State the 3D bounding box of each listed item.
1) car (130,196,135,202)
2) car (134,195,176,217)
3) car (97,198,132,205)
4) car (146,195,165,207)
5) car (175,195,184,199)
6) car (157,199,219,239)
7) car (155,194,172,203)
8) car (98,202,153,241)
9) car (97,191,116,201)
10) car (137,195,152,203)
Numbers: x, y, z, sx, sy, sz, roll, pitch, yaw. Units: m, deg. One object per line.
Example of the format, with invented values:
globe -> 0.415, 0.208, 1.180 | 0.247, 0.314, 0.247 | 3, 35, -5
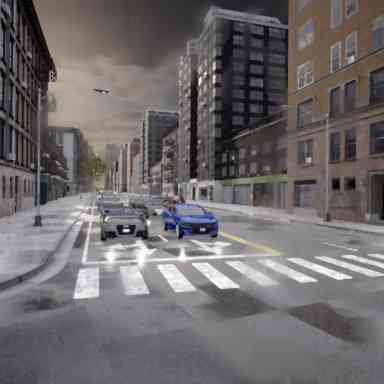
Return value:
car -> -5.879, 1.203, 36.521 | 1.837, 1.490, 4.892 | 1, 0, -16
car -> -3.056, 1.272, 26.648 | 2.128, 1.511, 4.902 | 1, 0, -16
car -> -5.680, 1.363, 24.014 | 1.895, 1.301, 4.718 | 1, 0, -16
car -> -5.179, 1.160, 46.356 | 1.837, 1.490, 4.892 | 1, 0, -16
car -> -2.144, 1.211, 47.525 | 1.812, 1.442, 4.674 | 1, 0, -15
car -> -0.221, 1.336, 16.785 | 1.882, 1.535, 5.008 | 1, 0, -16
car -> -4.961, 1.146, 57.187 | 2.033, 1.411, 5.357 | 1, 0, -16
car -> -3.262, 1.392, 15.589 | 1.994, 1.385, 4.181 | 1, 0, -16
car -> -8.437, 1.035, 33.654 | 2.097, 1.767, 4.553 | 1, 0, -16
car -> -8.094, 1.167, 56.319 | 1.895, 1.301, 4.718 | 1, 0, -16
